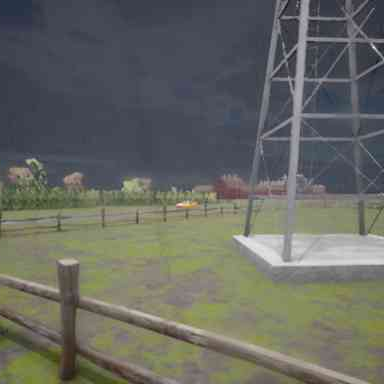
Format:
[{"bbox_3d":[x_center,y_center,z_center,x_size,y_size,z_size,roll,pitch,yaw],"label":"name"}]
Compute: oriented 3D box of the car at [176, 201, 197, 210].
[{"bbox_3d":[-0.953,2.413,59.627,1.882,1.535,5.008,0,-1,34],"label":"car"}]
